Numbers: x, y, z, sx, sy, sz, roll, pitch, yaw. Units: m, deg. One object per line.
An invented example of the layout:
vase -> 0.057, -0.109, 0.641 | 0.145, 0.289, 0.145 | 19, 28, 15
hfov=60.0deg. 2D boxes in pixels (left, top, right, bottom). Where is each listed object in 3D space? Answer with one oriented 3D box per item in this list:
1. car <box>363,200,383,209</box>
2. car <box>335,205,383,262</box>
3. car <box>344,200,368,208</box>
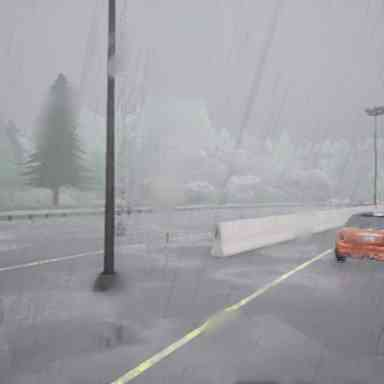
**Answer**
car -> 33.248, 2.175, 60.458 | 5.008, 1.535, 1.882 | 1, 0, -39
car -> 6.706, 1.489, 11.936 | 2.097, 1.767, 4.553 | 0, -1, 36
car -> 31.194, 2.233, 63.290 | 5.357, 1.411, 2.033 | 1, 0, -39
